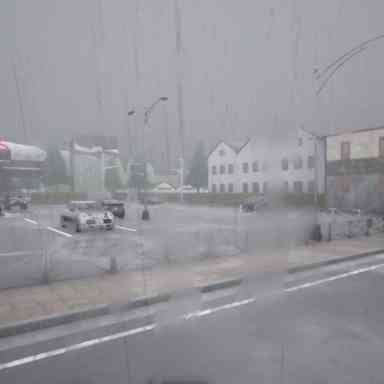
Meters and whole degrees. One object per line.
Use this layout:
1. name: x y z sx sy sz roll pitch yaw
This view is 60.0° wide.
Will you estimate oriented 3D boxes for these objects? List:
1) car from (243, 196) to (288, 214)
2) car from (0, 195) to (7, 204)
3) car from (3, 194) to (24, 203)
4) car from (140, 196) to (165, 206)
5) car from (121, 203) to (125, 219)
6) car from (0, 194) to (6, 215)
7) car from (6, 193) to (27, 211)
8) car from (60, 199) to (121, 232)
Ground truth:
1. car: 7.117 1.172 32.521 2.097 1.767 4.553 0 0 -35
2. car: -39.486 1.494 65.901 4.611 1.667 2.242 0 0 -36
3. car: -39.260 1.327 73.030 3.866 1.878 1.905 0 0 -36
4. car: -6.171 1.368 51.318 2.033 1.411 5.357 0 0 -35
5. car: -6.733 1.312 25.548 2.007 1.523 4.514 0 0 -36
6. car: -18.207 1.112 29.640 1.932 1.855 4.605 0 0 -36
7. car: -20.120 1.091 37.950 1.905 1.878 3.866 0 0 -36
8. car: -5.603 1.247 17.685 1.970 1.475 3.806 0 0 -36
